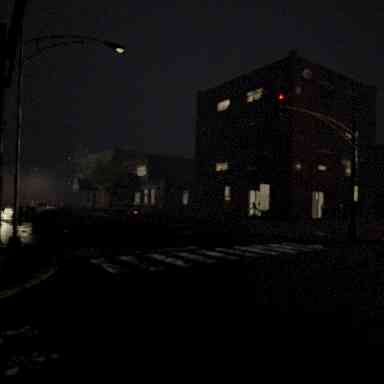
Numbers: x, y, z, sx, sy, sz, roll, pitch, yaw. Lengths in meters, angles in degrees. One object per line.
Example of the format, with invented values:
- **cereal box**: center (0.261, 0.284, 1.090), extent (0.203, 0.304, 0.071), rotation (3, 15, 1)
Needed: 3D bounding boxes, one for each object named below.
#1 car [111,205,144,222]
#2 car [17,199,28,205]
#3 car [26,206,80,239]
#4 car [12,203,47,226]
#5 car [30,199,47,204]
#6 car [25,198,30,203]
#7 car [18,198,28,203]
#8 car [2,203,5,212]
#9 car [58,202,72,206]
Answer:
- **car**: center (-6.136, 1.902, 31.222), extent (1.967, 1.590, 4.097), rotation (1, -1, -35)
- **car**: center (-42.073, 2.546, 82.270), extent (1.752, 1.417, 4.829), rotation (1, -1, -35)
- **car**: center (-7.413, 1.661, 17.993), extent (1.887, 1.381, 4.507), rotation (2, -1, -35)
- **car**: center (-12.580, 1.775, 25.364), extent (1.802, 1.307, 4.206), rotation (2, -1, -35)
- **car**: center (-29.273, 2.256, 64.008), extent (1.967, 1.590, 4.097), rotation (1, -1, -35)
- **car**: center (-32.449, 2.448, 68.537), extent (1.802, 1.307, 4.206), rotation (1, -1, -35)
- **car**: center (-38.797, 2.283, 77.603), extent (2.192, 1.841, 5.009), rotation (1, -1, -35)
- **car**: center (-26.736, 1.939, 45.686), extent (1.752, 1.417, 4.829), rotation (2, -1, -35)
- **car**: center (-18.844, 2.180, 49.246), extent (1.752, 1.417, 4.829), rotation (1, -1, -35)
